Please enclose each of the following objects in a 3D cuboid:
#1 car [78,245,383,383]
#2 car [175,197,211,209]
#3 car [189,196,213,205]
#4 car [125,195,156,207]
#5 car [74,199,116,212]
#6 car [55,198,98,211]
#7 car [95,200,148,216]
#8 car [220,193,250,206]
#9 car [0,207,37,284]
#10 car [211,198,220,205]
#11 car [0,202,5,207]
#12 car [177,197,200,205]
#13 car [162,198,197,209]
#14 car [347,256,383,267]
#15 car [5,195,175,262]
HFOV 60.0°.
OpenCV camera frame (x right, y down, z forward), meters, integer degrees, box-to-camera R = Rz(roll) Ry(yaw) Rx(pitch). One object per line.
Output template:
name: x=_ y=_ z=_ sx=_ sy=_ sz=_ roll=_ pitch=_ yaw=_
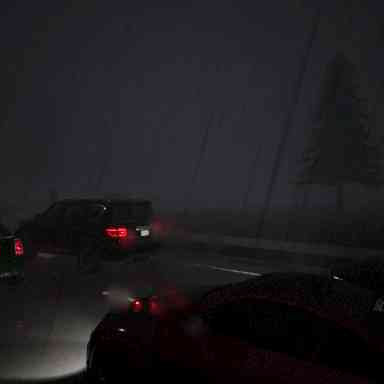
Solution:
car: x=0.834 y=1.564 z=3.394 sx=4.181 sy=1.385 sz=1.994 roll=0 pitch=0 yaw=35
car: x=0.123 y=1.601 z=44.350 sx=1.895 sy=1.301 sz=4.718 roll=0 pitch=0 yaw=36
car: x=1.641 y=1.526 z=58.260 sx=1.812 sy=1.442 sz=4.674 roll=0 pitch=0 yaw=36
car: x=-7.851 y=1.352 z=51.232 sx=2.097 sy=1.767 sz=4.553 roll=0 pitch=0 yaw=36
car: x=-11.650 y=1.601 z=40.105 sx=1.895 sy=1.301 sz=4.718 roll=0 pitch=0 yaw=36
car: x=-14.513 y=1.505 z=42.121 sx=1.837 sy=1.490 sz=4.892 roll=0 pitch=0 yaw=36
car: x=-7.201 y=1.547 z=34.332 sx=2.033 sy=1.411 sz=5.357 roll=0 pitch=0 yaw=36
car: x=7.402 y=1.221 z=54.275 sx=2.150 sy=2.045 sz=5.566 roll=0 pitch=0 yaw=37
car: x=-6.217 y=1.352 z=8.391 sx=4.553 sy=1.767 sz=2.097 roll=0 pitch=0 yaw=36
car: x=5.238 y=1.601 z=57.235 sx=1.895 sy=1.301 sz=4.718 roll=0 pitch=0 yaw=36
car: x=-15.564 y=1.352 z=22.519 sx=2.097 sy=1.767 sz=4.553 roll=0 pitch=0 yaw=34
car: x=-0.583 y=1.601 z=61.137 sx=1.895 sy=1.301 sz=4.718 roll=0 pitch=0 yaw=36
car: x=-1.725 y=1.548 z=47.754 sx=2.033 sy=1.411 sz=5.357 roll=0 pitch=0 yaw=36
car: x=4.703 y=1.478 z=4.933 sx=5.008 sy=1.535 sz=1.882 roll=0 pitch=0 yaw=35
car: x=-3.473 y=1.221 z=10.732 sx=5.566 sy=2.045 sz=2.150 roll=0 pitch=0 yaw=36
